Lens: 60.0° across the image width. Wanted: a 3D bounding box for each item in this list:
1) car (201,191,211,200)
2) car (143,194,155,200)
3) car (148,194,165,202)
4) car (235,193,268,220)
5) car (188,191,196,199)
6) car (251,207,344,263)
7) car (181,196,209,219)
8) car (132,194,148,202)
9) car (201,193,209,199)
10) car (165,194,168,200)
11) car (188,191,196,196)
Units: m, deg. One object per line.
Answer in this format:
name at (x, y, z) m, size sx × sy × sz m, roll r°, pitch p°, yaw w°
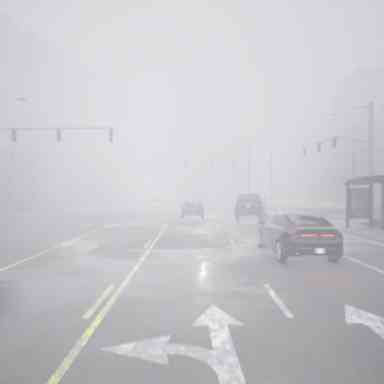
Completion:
car at (3.500, 1.195, 80.159) m, size 1.837 × 1.490 × 4.892 m, roll 0°, pitch 0°, yaw 0°
car at (-10.500, 1.225, 81.485) m, size 2.033 × 1.411 × 5.357 m, roll 0°, pitch 0°, yaw 0°
car at (-7.007, 1.316, 65.896) m, size 1.994 × 1.385 × 4.181 m, roll 0°, pitch 0°, yaw 0°
car at (4.863, 1.124, 26.900) m, size 2.150 × 2.045 × 5.566 m, roll -1°, pitch 0°, yaw 17°
car at (0.000, 0.779, 90.605) m, size 2.150 × 2.045 × 5.566 m, roll 0°, pitch 0°, yaw 0°
car at (3.566, 1.456, 11.752) m, size 1.837 × 1.490 × 4.892 m, roll 0°, pitch -1°, yaw -1°
car at (0.069, 1.387, 28.350) m, size 2.128 × 1.511 × 4.902 m, roll 0°, pitch 0°, yaw 0°
car at (-10.506, 1.284, 65.834) m, size 1.812 × 1.442 × 4.674 m, roll 0°, pitch 0°, yaw 0°
car at (3.500, 1.106, 90.577) m, size 1.994 × 1.385 × 4.181 m, roll 0°, pitch 0°, yaw 0°
car at (-7.000, 1.208, 81.554) m, size 1.812 × 1.442 × 4.674 m, roll 0°, pitch 0°, yaw 0°
car at (0.000, 1.049, 80.545) m, size 2.097 × 1.767 × 4.553 m, roll 0°, pitch 0°, yaw 0°
